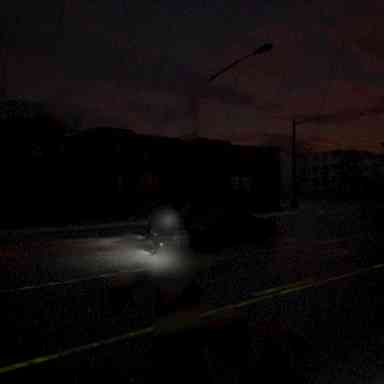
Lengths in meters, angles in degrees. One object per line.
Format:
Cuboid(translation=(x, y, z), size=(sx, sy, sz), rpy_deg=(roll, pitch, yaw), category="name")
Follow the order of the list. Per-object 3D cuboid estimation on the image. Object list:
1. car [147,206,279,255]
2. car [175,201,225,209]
Cuboid(translation=(1.141, 1.498, 13.359), size=(5.357, 1.411, 2.033), rpy_deg=(0, 0, -35), category="car")
Cuboid(translation=(0.007, 1.295, 16.846), size=(4.553, 1.767, 2.097), rpy_deg=(-1, 0, -35), category="car")
